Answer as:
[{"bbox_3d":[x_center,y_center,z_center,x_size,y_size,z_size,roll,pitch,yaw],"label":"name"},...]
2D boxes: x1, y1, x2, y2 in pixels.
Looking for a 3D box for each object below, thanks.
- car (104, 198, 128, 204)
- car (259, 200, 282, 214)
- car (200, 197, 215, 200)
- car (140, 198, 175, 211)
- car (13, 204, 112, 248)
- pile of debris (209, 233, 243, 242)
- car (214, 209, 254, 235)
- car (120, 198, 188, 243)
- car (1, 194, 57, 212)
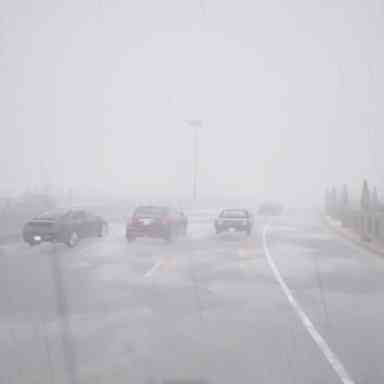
[{"bbox_3d":[-8.883,1.495,40.255,1.837,1.490,4.892,0,0,24],"label":"car"},{"bbox_3d":[8.488,1.594,35.888,1.812,1.442,4.674,0,0,25],"label":"car"},{"bbox_3d":[3.239,1.607,67.004,1.994,1.385,4.181,0,0,38],"label":"car"},{"bbox_3d":[-4.233,1.505,42.070,2.128,1.511,4.902,0,0,26],"label":"car"},{"bbox_3d":[-5.407,1.491,14.884,1.837,1.490,4.892,0,0,9],"label":"car"},{"bbox_3d":[1.701,2.197,16.167,1.500,0.140,1.860,0,0,11],"label":"pile of debris"},{"bbox_3d":[2.554,1.628,19.147,1.895,1.301,4.718,0,0,13],"label":"car"},{"bbox_3d":[-1.558,1.358,16.392,2.097,1.767,4.553,0,0,11],"label":"car"},{"bbox_3d":[-15.646,1.175,32.329,2.150,2.045,5.566,0,0,18],"label":"car"}]
